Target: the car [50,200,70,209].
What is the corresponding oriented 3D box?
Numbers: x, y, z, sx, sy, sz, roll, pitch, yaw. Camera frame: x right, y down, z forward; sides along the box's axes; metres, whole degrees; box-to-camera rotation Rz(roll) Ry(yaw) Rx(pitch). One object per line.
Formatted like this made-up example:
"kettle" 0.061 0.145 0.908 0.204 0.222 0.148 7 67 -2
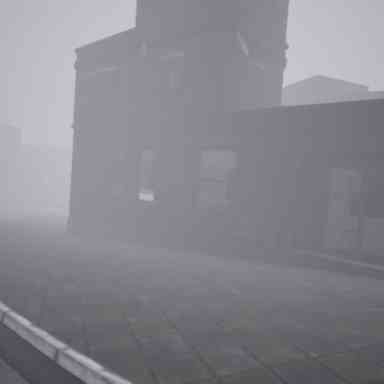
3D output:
"car" -21.135 2.110 55.488 2.033 1.411 5.357 5 -1 16
